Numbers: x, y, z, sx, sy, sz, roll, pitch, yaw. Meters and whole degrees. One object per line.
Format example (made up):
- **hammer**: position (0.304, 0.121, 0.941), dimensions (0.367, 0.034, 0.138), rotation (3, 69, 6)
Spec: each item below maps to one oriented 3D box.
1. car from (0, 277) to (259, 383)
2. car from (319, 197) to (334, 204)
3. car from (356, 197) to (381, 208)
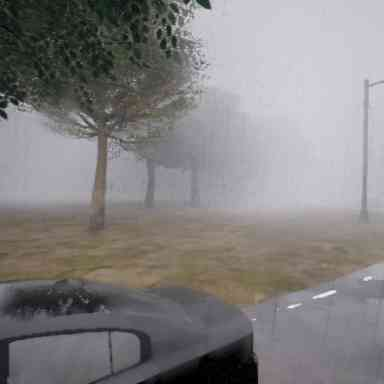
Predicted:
- **car**: position (-1.728, 1.476, 2.215), dimensions (5.008, 1.535, 1.882), rotation (0, 0, -36)
- **car**: position (29.566, 1.872, 72.308), dimensions (2.033, 1.411, 5.357), rotation (1, -1, 14)
- **car**: position (28.591, 1.620, 53.933), dimensions (2.097, 1.767, 4.553), rotation (1, -1, 0)
